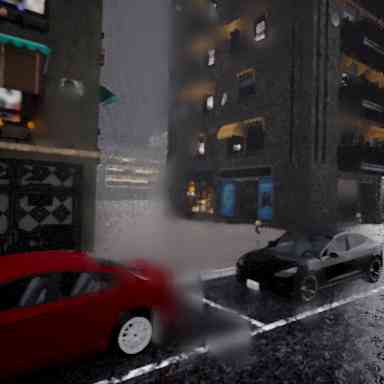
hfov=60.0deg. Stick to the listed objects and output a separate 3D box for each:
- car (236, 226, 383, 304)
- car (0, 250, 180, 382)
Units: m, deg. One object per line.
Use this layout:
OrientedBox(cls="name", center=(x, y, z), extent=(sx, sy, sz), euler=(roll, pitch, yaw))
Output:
OrientedBox(cls="car", center=(3.068, 1.583, 8.256), extent=(4.313, 1.339, 1.947), euler=(0, 2, -35))
OrientedBox(cls="car", center=(-2.292, 1.547, 4.468), extent=(4.507, 1.381, 1.887), euler=(0, 2, -35))
